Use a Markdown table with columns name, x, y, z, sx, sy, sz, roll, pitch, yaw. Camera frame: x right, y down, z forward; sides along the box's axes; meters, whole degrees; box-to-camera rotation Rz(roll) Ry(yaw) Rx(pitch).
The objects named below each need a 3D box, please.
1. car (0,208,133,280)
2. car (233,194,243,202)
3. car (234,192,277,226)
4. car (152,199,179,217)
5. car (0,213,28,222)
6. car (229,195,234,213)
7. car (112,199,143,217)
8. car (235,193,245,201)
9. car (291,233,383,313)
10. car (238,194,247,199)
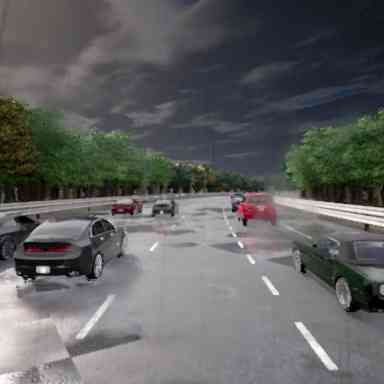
| name | x | y | z | sx | sy | sz | roll | pitch | yaw |
| --- | --- | --- | --- | --- | --- | --- | --- | --- | --- |
| car | -3.225 | 1.452 | 9.749 | 1.837 | 1.490 | 4.892 | 0 | 0 | 1 |
| car | 9.202 | 1.164 | 66.457 | 1.882 | 1.535 | 5.008 | 0 | 0 | 10 |
| car | 4.337 | 1.113 | 22.693 | 2.150 | 2.045 | 5.566 | 0 | 1 | 3 |
| car | -2.257 | 1.358 | 29.038 | 1.837 | 1.490 | 4.892 | 0 | 0 | 4 |
| car | -6.668 | 1.460 | 11.849 | 1.812 | 1.442 | 4.674 | 0 | 0 | 2 |
| car | 5.089 | 1.333 | 34.735 | 2.163 | 1.488 | 4.792 | 0 | 0 | 5 |
| car | -5.706 | 1.324 | 29.858 | 1.882 | 1.535 | 5.008 | 0 | 0 | 4 |
| car | 11.133 | 1.076 | 76.955 | 2.033 | 1.649 | 4.856 | 0 | 0 | 11 |
| car | 3.718 | 1.567 | 7.473 | 1.895 | 1.301 | 4.718 | 0 | 0 | 1 |
| car | 13.343 | 1.169 | 87.399 | 1.994 | 1.385 | 4.181 | 0 | 0 | 13 |
